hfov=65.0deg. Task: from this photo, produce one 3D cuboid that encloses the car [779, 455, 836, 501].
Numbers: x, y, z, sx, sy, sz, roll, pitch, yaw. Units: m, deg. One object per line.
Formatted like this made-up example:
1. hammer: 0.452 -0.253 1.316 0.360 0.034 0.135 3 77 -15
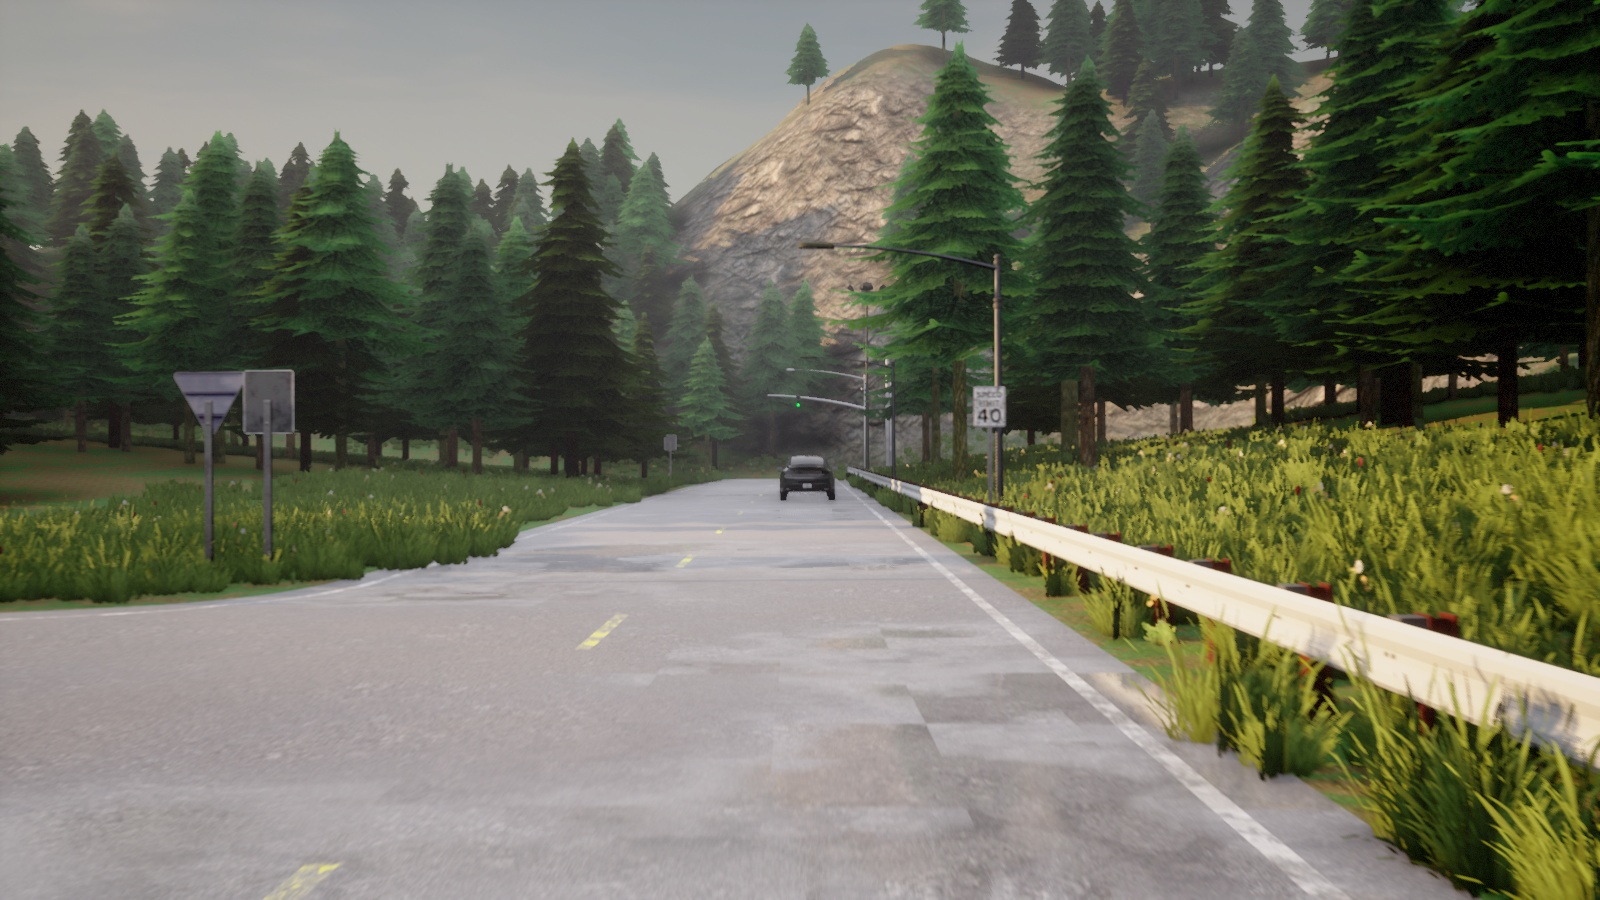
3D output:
1. car: 0.248 0.935 43.333 1.837 1.490 4.892 0 0 0
